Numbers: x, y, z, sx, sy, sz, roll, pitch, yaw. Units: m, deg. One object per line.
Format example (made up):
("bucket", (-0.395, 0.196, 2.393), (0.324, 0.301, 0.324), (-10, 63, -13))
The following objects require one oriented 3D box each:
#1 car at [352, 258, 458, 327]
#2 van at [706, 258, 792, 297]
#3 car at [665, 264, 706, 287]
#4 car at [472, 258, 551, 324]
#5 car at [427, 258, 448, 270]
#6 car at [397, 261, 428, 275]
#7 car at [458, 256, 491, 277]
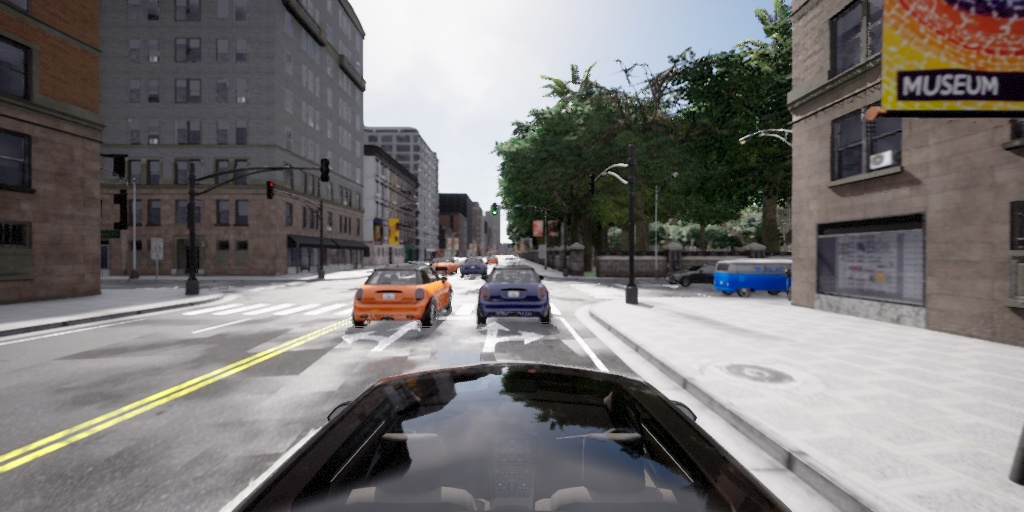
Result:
("car", (-3.216, 1.061, 11.447), (2.097, 1.767, 4.553), (0, 0, 0))
("van", (12.053, 1.085, 17.467), (3.998, 1.789, 1.690), (0, 0, 0))
("car", (12.450, 1.250, 23.421), (4.674, 1.442, 1.812), (0, 0, -1))
("car", (0.031, 1.058, 11.966), (2.097, 1.767, 4.553), (0, 0, 0))
("car", (-10.162, 1.028, 49.209), (1.837, 1.490, 4.892), (0, 1, 0))
("car", (-10.085, 1.192, 36.699), (1.895, 1.301, 4.718), (0, 0, 0))
("car", (-3.366, 0.962, 32.683), (2.097, 1.767, 4.553), (0, 0, 0))
